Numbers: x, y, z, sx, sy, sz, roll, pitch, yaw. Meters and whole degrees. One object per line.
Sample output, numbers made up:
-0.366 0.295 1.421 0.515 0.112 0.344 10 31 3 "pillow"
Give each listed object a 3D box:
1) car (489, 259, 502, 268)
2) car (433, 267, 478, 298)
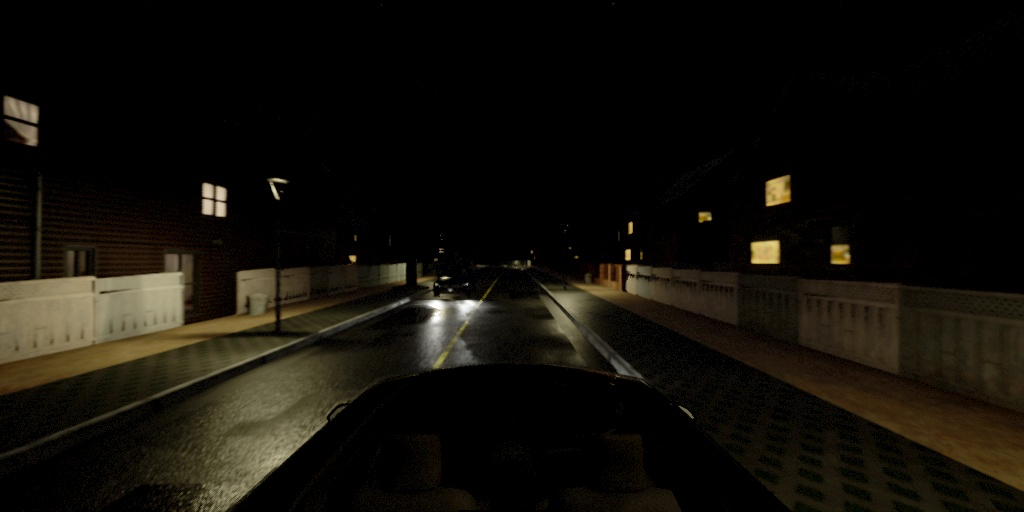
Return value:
-2.748 1.223 59.304 1.994 1.385 4.181 0 0 0 "car"
-2.848 1.319 18.889 1.812 1.442 4.674 0 0 0 "car"
